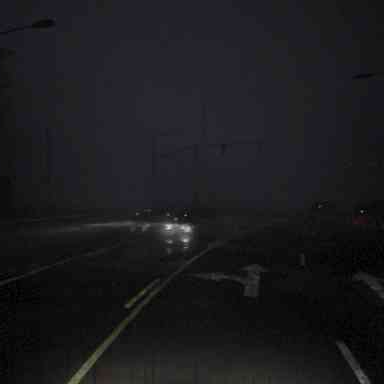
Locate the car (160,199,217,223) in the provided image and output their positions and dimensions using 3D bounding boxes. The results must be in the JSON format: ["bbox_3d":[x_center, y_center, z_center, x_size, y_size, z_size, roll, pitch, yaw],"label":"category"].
[{"bbox_3d":[0.131,1.423,24.571,2.033,1.411,5.357,1,0,27],"label":"car"}]

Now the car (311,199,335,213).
[{"bbox_3d":[14.013,1.450,35.544,1.994,1.385,4.181,1,0,30],"label":"car"}]

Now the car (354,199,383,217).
[{"bbox_3d":[16.813,1.442,31.110,4.892,1.490,1.837,-1,0,-43],"label":"car"}]

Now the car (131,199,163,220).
[{"bbox_3d":[-2.872,1.339,26.380,2.128,1.511,4.902,0,0,27],"label":"car"}]
